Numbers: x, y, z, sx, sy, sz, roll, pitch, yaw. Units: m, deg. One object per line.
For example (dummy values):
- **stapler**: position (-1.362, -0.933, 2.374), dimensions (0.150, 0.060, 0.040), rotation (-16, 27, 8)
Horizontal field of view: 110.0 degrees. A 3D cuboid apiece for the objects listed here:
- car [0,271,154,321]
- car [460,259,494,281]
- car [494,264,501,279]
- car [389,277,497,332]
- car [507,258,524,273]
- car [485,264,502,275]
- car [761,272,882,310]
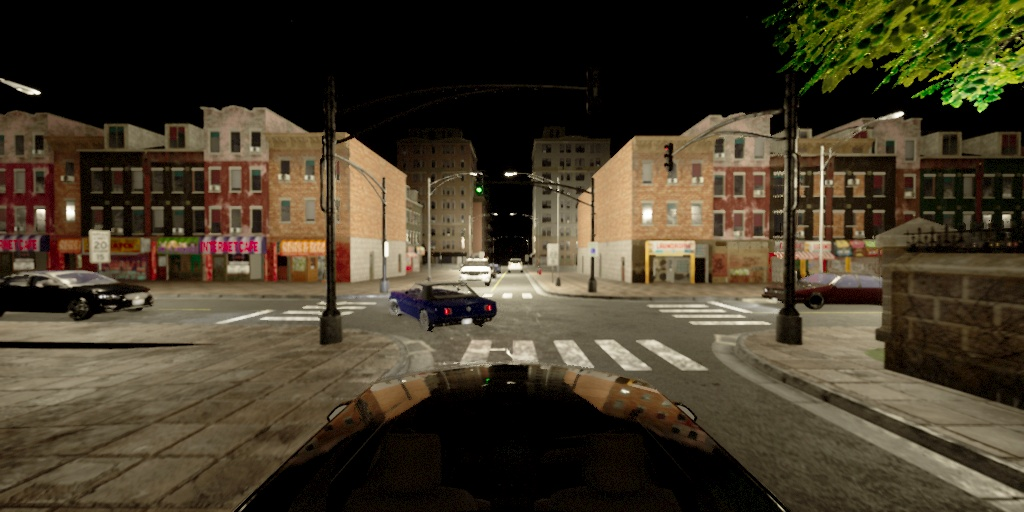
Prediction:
- **car**: position (-15.002, 1.252, 12.064), dimensions (4.902, 1.511, 2.128), rotation (1, 1, 0)
- **car**: position (-2.723, 1.209, 27.618), dimensions (2.150, 2.045, 5.566), rotation (0, -1, -2)
- **car**: position (-2.584, 1.635, 37.857), dimensions (2.033, 1.411, 5.357), rotation (0, -1, 1)
- **car**: position (-2.471, 1.468, 11.623), dimensions (1.895, 1.301, 4.718), rotation (0, 1, -34)
- **car**: position (0.515, 1.459, 53.038), dimensions (2.150, 2.045, 5.566), rotation (0, -1, 1)
- **car**: position (-2.461, 1.751, 47.935), dimensions (1.994, 1.385, 4.181), rotation (0, -1, 1)
- **car**: position (13.560, 1.397, 14.882), dimensions (5.357, 1.411, 2.033), rotation (0, 1, 0)
